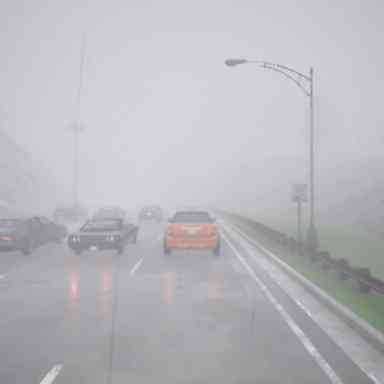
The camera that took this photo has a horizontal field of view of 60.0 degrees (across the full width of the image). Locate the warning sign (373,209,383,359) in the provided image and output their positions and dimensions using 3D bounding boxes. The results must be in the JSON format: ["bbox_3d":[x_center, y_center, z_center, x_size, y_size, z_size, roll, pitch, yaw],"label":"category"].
[{"bbox_3d":[3.048,1.154,3.864,1.300,1.860,1.060,0,-1,0],"label":"warning sign"}]

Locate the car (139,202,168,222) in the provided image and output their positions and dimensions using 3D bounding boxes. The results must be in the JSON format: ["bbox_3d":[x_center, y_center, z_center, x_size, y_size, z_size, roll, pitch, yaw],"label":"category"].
[{"bbox_3d":[-3.532,1.829,28.944,2.033,1.411,5.357,0,-1,-1],"label":"car"}]

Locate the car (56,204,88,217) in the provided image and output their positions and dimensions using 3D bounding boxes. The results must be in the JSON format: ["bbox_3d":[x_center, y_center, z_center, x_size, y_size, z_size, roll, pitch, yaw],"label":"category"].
[{"bbox_3d":[-10.537,1.790,29.139,1.837,1.490,4.892,0,0,-1],"label":"car"}]

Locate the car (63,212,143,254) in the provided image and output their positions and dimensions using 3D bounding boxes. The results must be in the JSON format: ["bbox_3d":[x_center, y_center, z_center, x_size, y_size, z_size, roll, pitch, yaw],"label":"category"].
[{"bbox_3d":[-3.504,1.738,14.088,1.895,1.301,4.718,0,-1,0],"label":"car"}]

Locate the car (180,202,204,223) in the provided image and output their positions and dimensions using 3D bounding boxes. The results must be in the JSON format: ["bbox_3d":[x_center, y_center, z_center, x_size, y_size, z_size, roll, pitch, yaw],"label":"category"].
[{"bbox_3d":[-0.042,1.764,29.503,1.882,1.535,5.008,0,0,-1],"label":"car"}]

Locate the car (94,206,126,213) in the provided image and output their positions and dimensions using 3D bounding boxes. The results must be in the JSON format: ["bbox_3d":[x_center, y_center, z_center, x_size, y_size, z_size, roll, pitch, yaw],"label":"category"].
[{"bbox_3d":[-7.033,1.882,29.003,1.895,1.301,4.718,0,-1,-1],"label":"car"}]

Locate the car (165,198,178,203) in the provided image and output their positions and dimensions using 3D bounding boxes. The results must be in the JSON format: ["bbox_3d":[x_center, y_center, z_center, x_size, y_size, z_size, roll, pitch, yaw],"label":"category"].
[{"bbox_3d":[-4.007,1.973,64.168,2.097,1.767,4.553,0,-1,-16],"label":"car"}]

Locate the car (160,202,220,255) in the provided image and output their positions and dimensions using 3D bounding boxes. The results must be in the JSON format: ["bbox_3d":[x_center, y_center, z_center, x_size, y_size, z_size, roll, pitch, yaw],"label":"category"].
[{"bbox_3d":[-0.003,1.487,14.070,2.097,1.767,4.553,0,-1,0],"label":"car"}]

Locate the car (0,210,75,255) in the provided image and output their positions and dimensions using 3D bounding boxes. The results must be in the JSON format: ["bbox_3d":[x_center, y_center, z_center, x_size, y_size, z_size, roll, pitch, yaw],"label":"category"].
[{"bbox_3d":[-7.005,1.684,13.970,2.033,1.411,5.357,0,-1,0],"label":"car"}]
